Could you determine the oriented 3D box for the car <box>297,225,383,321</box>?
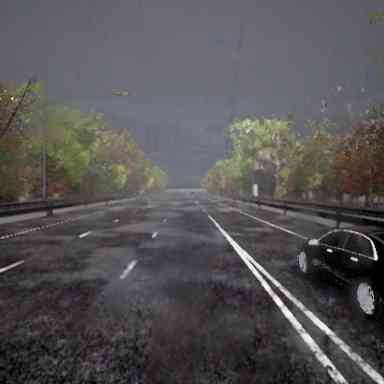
[{"bbox_3d":[3.844,1.476,7.168,1.837,1.490,4.892,0,0,-3],"label":"car"}]
